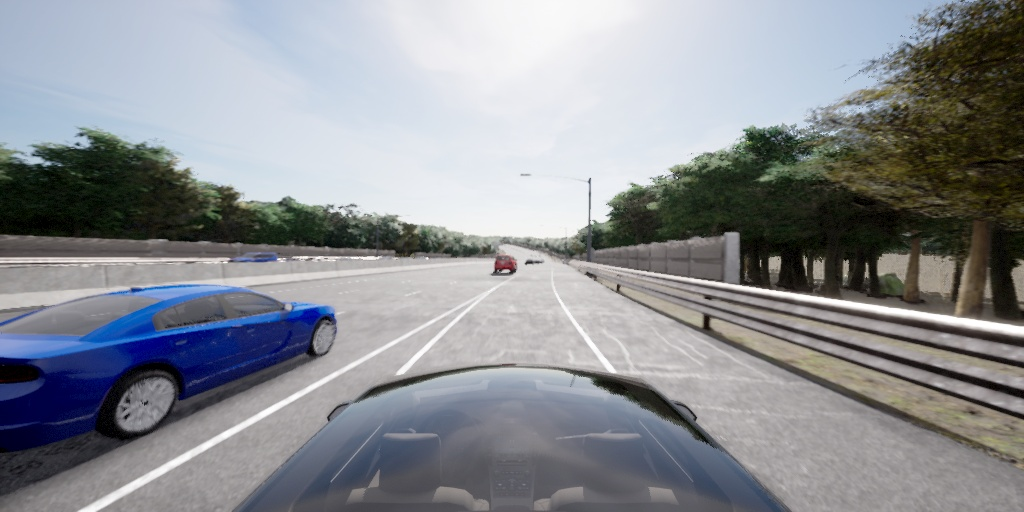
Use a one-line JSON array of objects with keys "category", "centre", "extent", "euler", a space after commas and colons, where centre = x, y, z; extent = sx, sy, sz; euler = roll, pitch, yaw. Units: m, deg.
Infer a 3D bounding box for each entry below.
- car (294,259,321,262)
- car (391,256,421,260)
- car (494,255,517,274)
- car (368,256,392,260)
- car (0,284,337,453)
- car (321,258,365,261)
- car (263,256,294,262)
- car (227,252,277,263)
[{"category": "car", "centre": [-21.956, 1.015, 40.490], "extent": [1.994, 1.385, 4.181], "euler": [1, 0, 7]}, {"category": "car", "centre": [-16.597, 0.975, 56.333], "extent": [1.882, 1.535, 5.008], "euler": [1, 0, 7]}, {"category": "car", "centre": [-0.701, 0.909, 40.918], "extent": [2.150, 2.045, 5.566], "euler": [1, 0, 6]}, {"category": "car", "centre": [-20.107, 1.006, 56.374], "extent": [2.033, 1.411, 5.357], "euler": [1, 0, 7]}, {"category": "car", "centre": [-4.709, 1.160, 5.399], "extent": [1.882, 1.535, 5.008], "euler": [1, 0, 6]}, {"category": "car", "centre": [-18.522, 0.993, 39.747], "extent": [1.837, 1.490, 4.892], "euler": [1, 1, 7]}, {"category": "car", "centre": [-25.448, 0.976, 40.753], "extent": [1.994, 1.385, 4.181], "euler": [1, 0, 7]}, {"category": "car", "centre": [-29.007, 0.595, 40.391], "extent": [2.150, 2.045, 5.566], "euler": [1, 0, 7]}]
